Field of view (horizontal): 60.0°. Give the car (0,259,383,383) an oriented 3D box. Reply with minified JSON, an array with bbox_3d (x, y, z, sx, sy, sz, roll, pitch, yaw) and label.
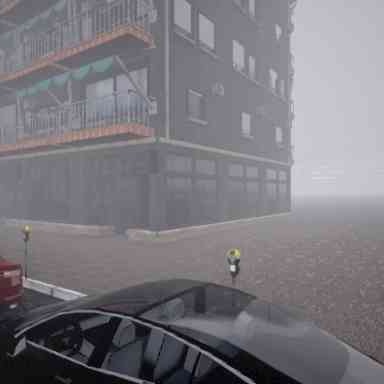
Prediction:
[{"bbox_3d":[-0.486,1.566,3.216,4.313,1.339,1.947,0,0,35],"label":"car"}]

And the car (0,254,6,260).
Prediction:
[{"bbox_3d":[-5.081,1.545,6.480,4.507,1.381,1.887,0,0,35],"label":"car"}]
